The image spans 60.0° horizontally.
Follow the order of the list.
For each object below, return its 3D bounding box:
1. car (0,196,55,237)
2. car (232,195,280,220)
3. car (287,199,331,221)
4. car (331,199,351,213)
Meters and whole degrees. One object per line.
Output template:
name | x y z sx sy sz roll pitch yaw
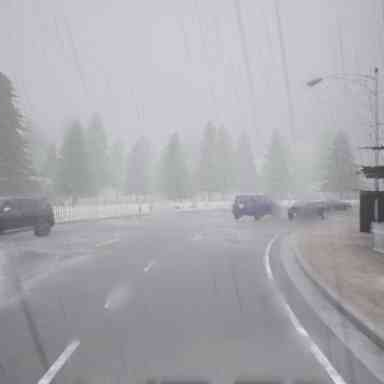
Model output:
car | -8.854 1.236 15.535 2.150 2.045 5.566 0 0 16
car | 5.508 1.250 28.387 2.150 2.045 5.566 0 0 38
car | 9.672 1.533 27.859 1.837 1.490 4.892 0 0 41
car | 15.814 1.528 37.220 4.902 1.511 2.128 0 0 -32
